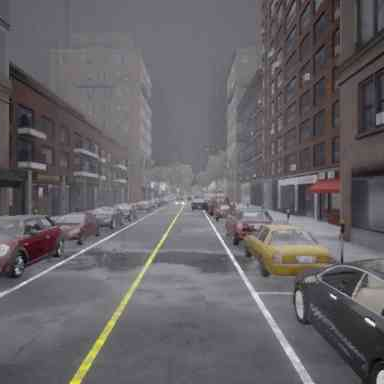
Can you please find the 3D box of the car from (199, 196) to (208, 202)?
[{"bbox_3d":[2.638,1.593,76.058,1.802,1.307,4.206,0,0,0],"label":"car"}]

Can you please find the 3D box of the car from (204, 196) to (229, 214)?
[{"bbox_3d":[2.638,1.314,31.912,2.192,1.841,5.009,0,0,0],"label":"car"}]

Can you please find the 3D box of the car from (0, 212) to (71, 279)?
[{"bbox_3d":[-5.387,1.439,9.830,1.967,1.590,4.097,0,0,0],"label":"car"}]

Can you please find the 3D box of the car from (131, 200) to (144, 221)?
[{"bbox_3d":[-5.387,1.549,26.386,2.008,1.369,4.403,0,0,0],"label":"car"}]

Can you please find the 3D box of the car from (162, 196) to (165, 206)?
[{"bbox_3d":[-5.387,1.543,48.462,1.887,1.381,4.507,0,0,0],"label":"car"}]

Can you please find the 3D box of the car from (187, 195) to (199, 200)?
[{"bbox_3d":[0.301,1.414,89.699,1.994,1.385,4.181,0,0,23],"label":"car"}]

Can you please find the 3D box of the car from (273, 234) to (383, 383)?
[{"bbox_3d":[2.638,1.550,4.320,2.008,1.369,4.403,0,0,0],"label":"car"}]

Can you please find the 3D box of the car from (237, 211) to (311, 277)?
[{"bbox_3d":[2.638,1.524,10.008,1.752,1.417,4.829,0,0,0],"label":"car"}]

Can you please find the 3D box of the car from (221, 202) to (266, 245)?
[{"bbox_3d":[2.638,1.439,15.356,1.967,1.590,4.097,0,0,0],"label":"car"}]

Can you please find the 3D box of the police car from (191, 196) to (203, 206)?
[{"bbox_3d":[0.825,1.425,54.389,1.930,1.638,5.238,0,0,0],"label":"police car"}]

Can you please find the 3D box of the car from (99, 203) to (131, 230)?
[{"bbox_3d":[-5.387,1.550,20.868,2.008,1.369,4.403,0,0,0],"label":"car"}]

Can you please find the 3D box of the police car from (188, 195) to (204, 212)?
[{"bbox_3d":[0.825,1.424,38.389,1.930,1.638,5.238,0,0,0],"label":"police car"}]

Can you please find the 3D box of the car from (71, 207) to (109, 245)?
[{"bbox_3d":[-5.387,1.581,15.349,1.802,1.307,4.206,0,0,0],"label":"car"}]

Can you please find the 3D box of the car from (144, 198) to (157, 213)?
[{"bbox_3d":[-5.387,1.580,37.424,1.802,1.307,4.206,0,0,0],"label":"car"}]

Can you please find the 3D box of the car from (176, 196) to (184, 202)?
[{"bbox_3d":[-2.750,1.565,75.928,1.895,1.301,4.718,0,0,0],"label":"car"}]

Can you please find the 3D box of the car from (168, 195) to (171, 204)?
[{"bbox_3d":[-5.387,1.551,59.499,2.008,1.369,4.403,0,0,0],"label":"car"}]

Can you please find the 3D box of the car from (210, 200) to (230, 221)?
[{"bbox_3d":[2.638,1.581,26.393,1.802,1.307,4.206,0,0,0],"label":"car"}]

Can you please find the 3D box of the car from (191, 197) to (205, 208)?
[{"bbox_3d":[0.825,1.525,48.279,1.812,1.442,4.674,0,0,0],"label":"car"}]

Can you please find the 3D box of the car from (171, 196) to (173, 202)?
[{"bbox_3d":[-5.388,1.443,65.018,1.967,1.590,4.097,0,0,0],"label":"car"}]

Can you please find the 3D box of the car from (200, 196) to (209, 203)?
[{"bbox_3d":[2.637,1.552,70.540,1.887,1.381,4.507,0,0,0],"label":"car"}]

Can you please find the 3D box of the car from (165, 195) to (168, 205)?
[{"bbox_3d":[-5.387,1.565,53.981,1.947,1.339,4.313,0,0,0],"label":"car"}]

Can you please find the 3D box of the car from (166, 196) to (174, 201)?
[{"bbox_3d":[-5.388,1.597,81.575,1.802,1.307,4.206,0,0,0],"label":"car"}]

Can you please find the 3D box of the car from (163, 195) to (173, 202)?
[{"bbox_3d":[-5.388,1.451,76.056,1.967,1.590,4.097,0,0,0],"label":"car"}]

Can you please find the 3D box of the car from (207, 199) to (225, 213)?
[{"bbox_3d":[2.634,1.524,37.598,1.752,1.417,4.829,0,0,0],"label":"car"}]

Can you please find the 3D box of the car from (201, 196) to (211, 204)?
[{"bbox_3d":[2.637,1.529,65.192,1.752,1.417,4.829,0,0,0],"label":"car"}]

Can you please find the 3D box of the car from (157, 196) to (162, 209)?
[{"bbox_3d":[-5.387,1.549,42.943,2.008,1.369,4.403,0,0,0],"label":"car"}]

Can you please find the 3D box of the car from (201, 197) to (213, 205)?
[{"bbox_3d":[2.638,1.582,59.503,1.802,1.307,4.206,0,0,0],"label":"car"}]

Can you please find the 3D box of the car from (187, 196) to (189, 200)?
[{"bbox_3d":[0.000,1.375,74.352,1.882,1.535,5.008,0,0,0],"label":"car"}]

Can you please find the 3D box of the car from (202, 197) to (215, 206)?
[{"bbox_3d":[2.638,1.581,53.985,1.802,1.307,4.206,0,0,0],"label":"car"}]
